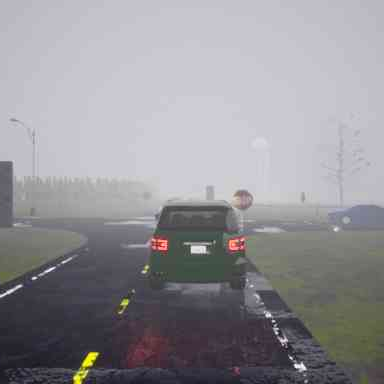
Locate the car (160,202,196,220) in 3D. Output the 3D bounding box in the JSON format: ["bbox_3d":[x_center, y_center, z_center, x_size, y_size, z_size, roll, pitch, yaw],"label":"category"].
[{"bbox_3d":[-1.375,1.609,29.306,1.895,1.301,4.718,0,0,-19],"label":"car"}]

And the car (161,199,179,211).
[{"bbox_3d":[-2.731,1.585,42.123,1.994,1.385,4.181,0,0,0],"label":"car"}]

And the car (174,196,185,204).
[{"bbox_3d":[-2.584,1.608,67.990,2.033,1.411,5.357,0,0,0],"label":"car"}]

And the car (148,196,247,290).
[{"bbox_3d":[0.111,1.221,9.198,2.150,2.045,5.566,0,0,0],"label":"car"}]

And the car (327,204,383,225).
[{"bbox_3d":[12.937,1.668,25.355,5.008,1.535,1.882,1,1,0],"label":"car"}]

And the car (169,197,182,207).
[{"bbox_3d":[-2.687,1.563,54.393,1.812,1.442,4.674,0,0,0],"label":"car"}]

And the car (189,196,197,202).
[{"bbox_3d":[0.205,1.611,80.595,1.812,1.442,4.674,0,0,0],"label":"car"}]

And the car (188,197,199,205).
[{"bbox_3d":[0.259,1.596,61.432,2.033,1.411,5.357,0,0,0],"label":"car"}]
